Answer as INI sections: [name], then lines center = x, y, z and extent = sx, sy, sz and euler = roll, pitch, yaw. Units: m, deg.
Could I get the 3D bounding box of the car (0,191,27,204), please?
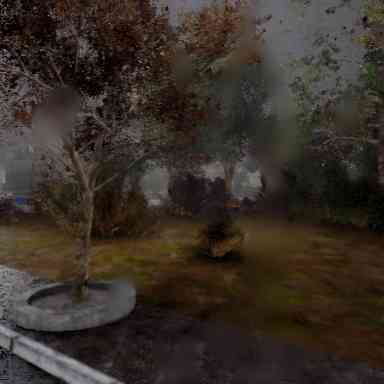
[car]
center = -24.546, 0.918, 45.662
extent = 2.150, 2.045, 5.566
euler = 1, 1, 32
